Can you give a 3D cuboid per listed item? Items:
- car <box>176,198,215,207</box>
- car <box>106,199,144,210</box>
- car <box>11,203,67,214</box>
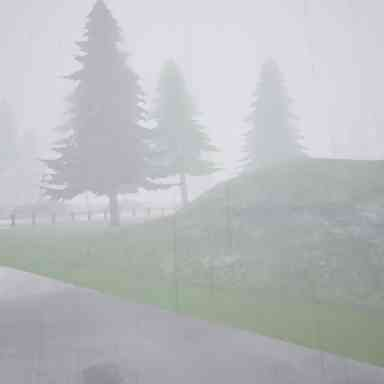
[{"bbox_3d":[0.541,1.462,43.613,5.357,1.411,2.033,0,0,-35],"label":"car"},{"bbox_3d":[-7.517,1.466,37.335,4.181,1.385,1.994,0,0,-40],"label":"car"},{"bbox_3d":[-14.150,1.386,31.004,2.128,1.511,4.902,0,0,44],"label":"car"}]
